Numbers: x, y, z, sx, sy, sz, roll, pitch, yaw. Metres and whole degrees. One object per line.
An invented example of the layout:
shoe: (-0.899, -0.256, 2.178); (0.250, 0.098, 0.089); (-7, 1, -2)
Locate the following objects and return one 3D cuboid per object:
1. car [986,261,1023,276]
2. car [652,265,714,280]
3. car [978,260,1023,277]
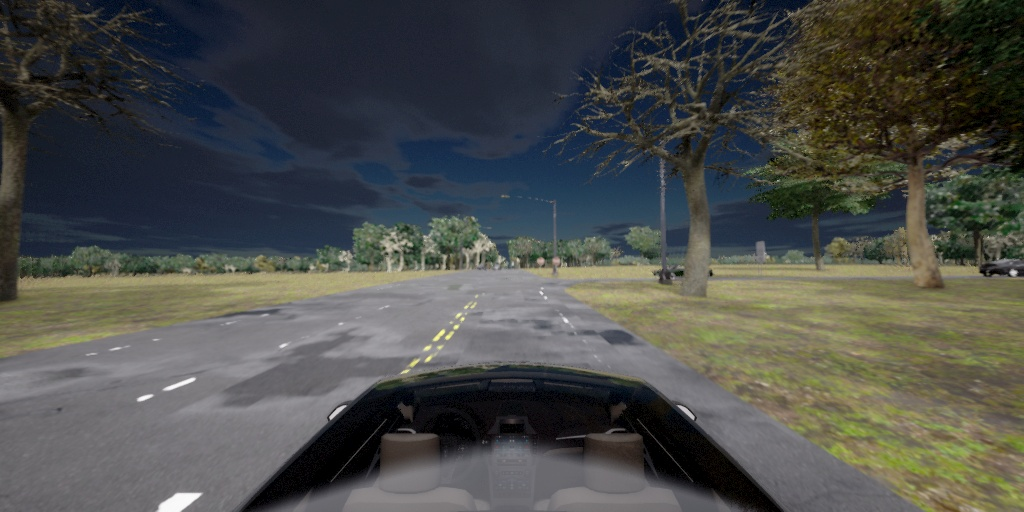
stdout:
car: (50.062, 1.251, 34.796); (5.357, 1.411, 2.033); (0, -3, 0)
car: (14.891, 1.413, 31.279); (4.718, 1.301, 1.895); (0, -3, 0)
car: (43.897, 1.076, 31.258); (4.892, 1.490, 1.837); (0, -2, 0)
